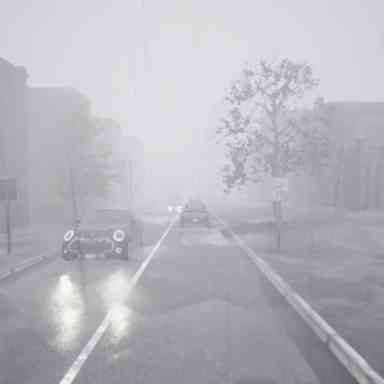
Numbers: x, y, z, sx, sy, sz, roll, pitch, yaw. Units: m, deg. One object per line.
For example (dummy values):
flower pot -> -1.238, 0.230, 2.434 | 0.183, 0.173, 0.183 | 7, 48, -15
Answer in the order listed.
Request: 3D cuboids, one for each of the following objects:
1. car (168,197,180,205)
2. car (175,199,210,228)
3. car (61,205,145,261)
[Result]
car -> -2.803, 1.440, 54.540 | 1.895, 1.301, 4.718 | 0, 1, 1
car -> 0.199, 1.481, 22.268 | 2.128, 1.511, 4.902 | 0, 0, 0
car -> -3.047, 1.346, 12.251 | 2.097, 1.767, 4.553 | 0, 0, 0
